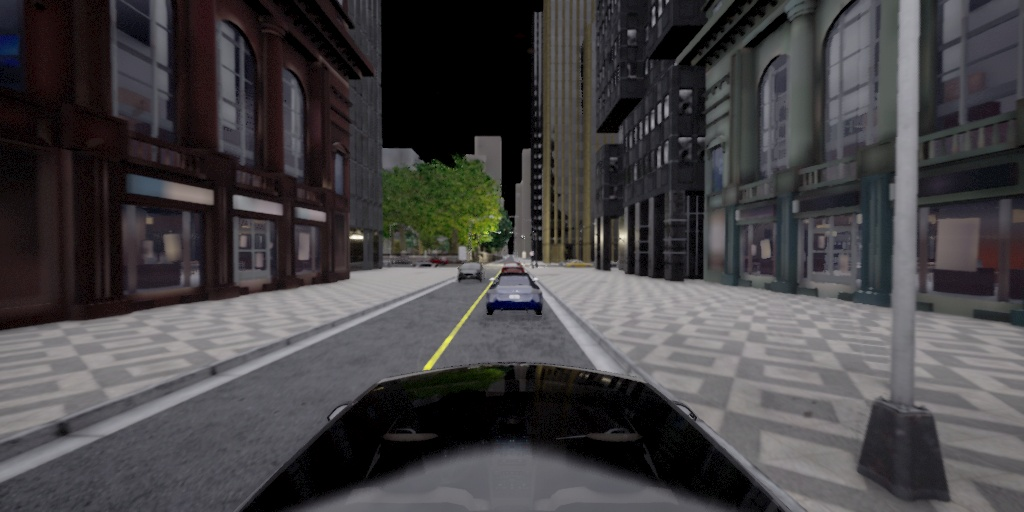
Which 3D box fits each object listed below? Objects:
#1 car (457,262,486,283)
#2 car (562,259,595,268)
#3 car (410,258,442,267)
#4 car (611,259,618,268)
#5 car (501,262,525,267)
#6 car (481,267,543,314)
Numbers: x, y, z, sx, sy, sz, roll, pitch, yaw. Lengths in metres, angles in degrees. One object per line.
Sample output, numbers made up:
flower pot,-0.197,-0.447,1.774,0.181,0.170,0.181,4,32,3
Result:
car,-3.119,1.238,28.168,1.837,1.490,4.892,0,0,0
car,11.719,1.399,63.029,4.829,1.417,1.751,0,0,0
car,-15.115,1.411,63.156,4.313,1.339,1.948,0,0,0
car,17.062,1.432,63.004,4.403,1.370,2.007,0,0,0
car,0.072,1.212,30.230,1.882,1.535,5.008,0,0,0
car,0.083,1.302,13.720,1.994,1.385,4.181,0,0,0
